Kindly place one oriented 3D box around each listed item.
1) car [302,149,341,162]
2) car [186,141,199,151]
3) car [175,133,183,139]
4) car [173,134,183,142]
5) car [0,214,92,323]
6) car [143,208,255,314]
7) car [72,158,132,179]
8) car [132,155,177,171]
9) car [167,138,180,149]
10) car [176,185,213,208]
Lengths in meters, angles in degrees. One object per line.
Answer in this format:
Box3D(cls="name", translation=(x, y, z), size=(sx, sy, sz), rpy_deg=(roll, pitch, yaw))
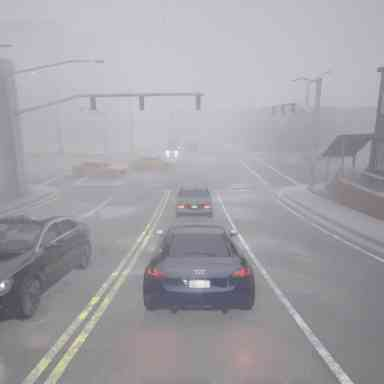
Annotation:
Box3D(cls="car", translation=(16.170, -4.551, 41.340), size=(4.674, 1.442, 1.812), rpy_deg=(0, 12, 0))
Box3D(cls="car", translation=(0.153, -7.913, 56.573), size=(1.837, 1.490, 4.892), rpy_deg=(0, 12, 0))
Box3D(cls="car", translation=(-3.390, -14.792, 87.997), size=(1.812, 1.442, 4.674), rpy_deg=(0, 12, 0))
Box3D(cls="car", translation=(-3.415, -10.490, 68.407), size=(2.128, 1.511, 4.902), rpy_deg=(0, 12, 0))
Box3D(cls="car", translation=(-3.595, 1.297, 7.053), size=(2.128, 1.511, 4.902), rpy_deg=(0, 3, 0))
Box3D(cls="car", translation=(0.112, 1.346, 7.385), size=(1.994, 1.385, 4.181), rpy_deg=(0, 3, 0))
Box3D(cls="car", translation=(-8.384, -2.110, 30.024), size=(5.008, 1.535, 1.882), rpy_deg=(3, 12, 16))
Box3D(cls="car", translation=(-4.106, -3.066, 34.375), size=(5.008, 1.535, 1.882), rpy_deg=(0, 12, 0))
Box3D(cls="car", translation=(-3.499, -8.294, 58.761), size=(1.895, 1.301, 4.718), rpy_deg=(0, 12, -2))
Box3D(cls="car", translation=(0.115, 0.361, 17.269), size=(2.033, 1.411, 5.357), rpy_deg=(0, 8, 0))
